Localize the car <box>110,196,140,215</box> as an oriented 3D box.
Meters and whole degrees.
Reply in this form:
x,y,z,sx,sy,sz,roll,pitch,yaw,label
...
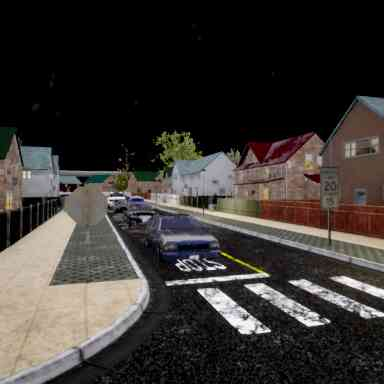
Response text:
x,y,z,sx,sy,sz,roll,pitch,yaw,label
-6.337,1.409,31.248,1.994,1.385,4.181,0,0,-17,car

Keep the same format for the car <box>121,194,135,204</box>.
x,y,z,sx,sy,sz,roll,pitch,yaw,label
-10.921,1.174,56.513,1.882,1.535,5.008,0,0,-17,car

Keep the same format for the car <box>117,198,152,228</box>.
x,y,z,sx,sy,sz,roll,pitch,yaw,label
-3.415,1.389,21.619,2.128,1.511,4.902,0,0,-17,car

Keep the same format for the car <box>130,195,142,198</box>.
x,y,z,sx,sy,sz,roll,pitch,yaw,label
-7.931,1.232,46.682,1.882,1.535,5.008,0,0,-17,car

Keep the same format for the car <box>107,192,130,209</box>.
x,y,z,sx,sy,sz,roll,pitch,yaw,label
-9.443,1.012,41.651,2.150,2.045,5.566,0,0,-16,car

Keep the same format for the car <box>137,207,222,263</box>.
x,y,z,sx,sy,sz,roll,pitch,yaw,label
-0.616,1.493,12.239,2.033,1.411,5.357,0,0,-15,car
